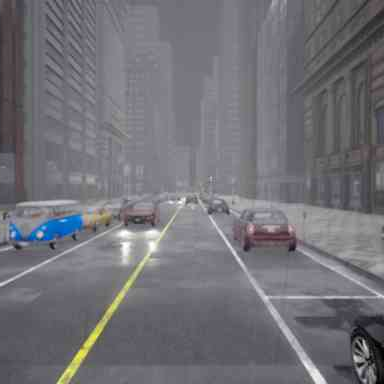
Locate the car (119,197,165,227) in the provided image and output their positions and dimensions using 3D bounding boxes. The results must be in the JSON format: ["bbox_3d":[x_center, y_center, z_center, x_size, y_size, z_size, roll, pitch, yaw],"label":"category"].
[{"bbox_3d":[-3.104,1.319,21.549,1.882,1.535,5.008,0,0,0],"label":"car"}]

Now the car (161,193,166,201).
[{"bbox_3d":[-5.777,1.189,52.946,1.947,1.339,4.313,0,0,0],"label":"car"}]

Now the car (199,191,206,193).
[{"bbox_3d":[2.744,0.989,64.225,1.967,1.590,4.097,0,0,0],"label":"car"}]

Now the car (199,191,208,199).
[{"bbox_3d":[2.739,0.757,81.132,2.192,1.841,5.009,0,0,0],"label":"car"}]

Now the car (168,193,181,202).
[{"bbox_3d":[-3.047,1.062,62.129,1.837,1.490,4.892,0,0,1],"label":"car"}]

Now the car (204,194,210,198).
[{"bbox_3d":[2.750,1.284,41.681,1.802,1.307,4.206,0,0,0],"label":"car"}]

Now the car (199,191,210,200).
[{"bbox_3d":[2.741,0.792,75.496,2.192,1.841,5.009,0,0,0],"label":"car"}]

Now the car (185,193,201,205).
[{"bbox_3d":[-0.007,1.153,49.421,1.837,1.490,4.892,0,0,0],"label":"car"}]

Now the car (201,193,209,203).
[{"bbox_3d":[2.748,1.206,52.954,1.802,1.307,4.206,0,0,0],"label":"car"}]

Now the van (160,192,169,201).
[{"bbox_3d":[-5.782,0.853,69.855,1.690,1.788,3.998,0,0,0],"label":"van"}]

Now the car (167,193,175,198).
[{"bbox_3d":[-5.787,0.940,92.402,1.947,1.339,4.313,0,0,0],"label":"car"}]

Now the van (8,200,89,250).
[{"bbox_3d":[-5.769,1.241,13.489,1.690,1.788,3.998,0,0,0],"label":"van"}]

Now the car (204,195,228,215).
[{"bbox_3d":[2.345,1.305,30.379,1.812,1.442,4.674,0,0,0],"label":"car"}]

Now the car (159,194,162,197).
[{"bbox_3d":[-5.776,1.228,47.310,1.947,1.339,4.313,0,0,0],"label":"car"}]

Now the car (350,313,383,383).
[{"bbox_3d":[2.760,1.549,2.229,1.947,1.339,4.313,0,0,0],"label":"car"}]

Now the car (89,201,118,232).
[{"bbox_3d":[-5.769,1.385,18.957,1.752,1.417,4.829,0,0,0],"label":"car"}]

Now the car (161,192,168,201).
[{"bbox_3d":[-5.779,1.136,58.582,2.008,1.369,4.403,0,0,0],"label":"car"}]

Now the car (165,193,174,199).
[{"bbox_3d":[-5.786,0.974,86.765,1.947,1.339,4.313,0,0,0],"label":"car"}]

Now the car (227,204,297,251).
[{"bbox_3d":[2.757,1.340,13.499,1.967,1.590,4.097,0,0,0],"label":"car"}]

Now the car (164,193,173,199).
[{"bbox_3d":[-5.784,1.024,81.129,1.802,1.307,4.206,0,0,0],"label":"car"}]

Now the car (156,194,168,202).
[{"bbox_3d":[-5.780,1.130,64.220,1.802,1.307,4.206,0,0,0],"label":"car"}]

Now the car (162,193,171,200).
[{"bbox_3d":[-5.783,1.003,75.322,1.752,1.417,4.829,0,0,0],"label":"car"}]

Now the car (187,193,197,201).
[{"bbox_3d":[-0.015,1.041,66.445,1.837,1.490,4.892,0,0,0],"label":"car"}]

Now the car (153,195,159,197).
[{"bbox_3d":[-5.776,1.016,41.672,2.192,1.841,5.009,0,0,0],"label":"car"}]

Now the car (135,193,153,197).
[{"bbox_3d":[-5.774,1.180,36.035,1.967,1.590,4.097,0,0,0],"label":"car"}]
